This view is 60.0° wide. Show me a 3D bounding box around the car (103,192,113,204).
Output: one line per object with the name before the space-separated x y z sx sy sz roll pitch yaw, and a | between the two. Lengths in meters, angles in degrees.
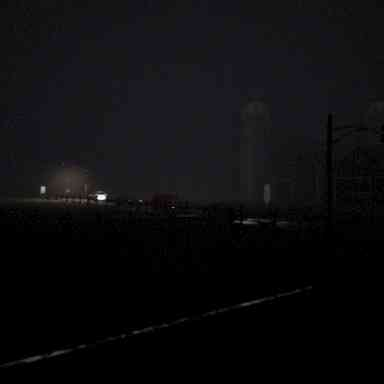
car | -12.570 1.239 55.680 2.128 1.511 4.902 0 0 -36

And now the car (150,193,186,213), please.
car | -2.658 1.160 37.047 2.150 2.045 5.566 0 0 -36

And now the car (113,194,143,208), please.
car | -8.439 1.196 45.097 2.097 1.767 4.553 0 0 -35

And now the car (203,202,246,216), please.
car | 2.818 1.590 29.463 1.994 1.385 4.181 0 0 -36

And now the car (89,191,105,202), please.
car | -17.906 0.879 63.033 2.150 2.045 5.566 0 0 -36
